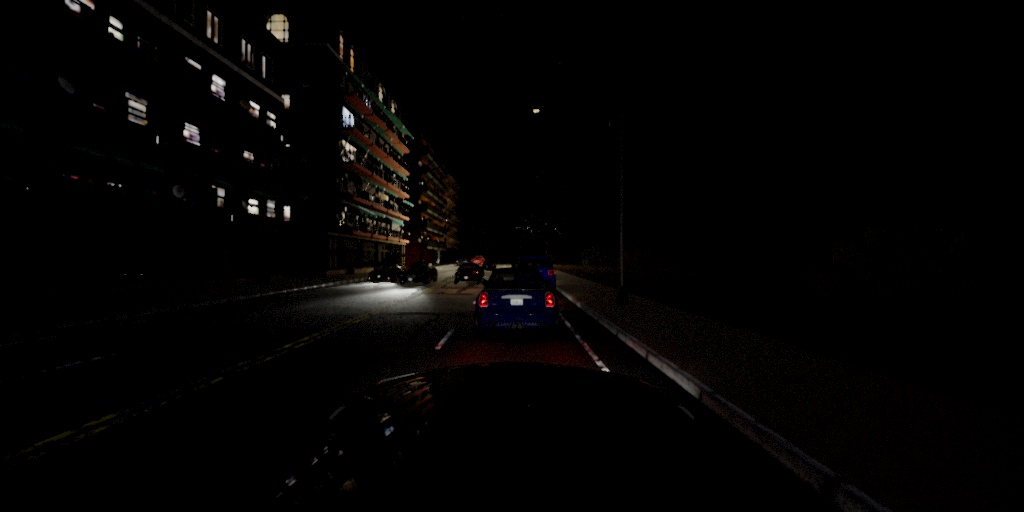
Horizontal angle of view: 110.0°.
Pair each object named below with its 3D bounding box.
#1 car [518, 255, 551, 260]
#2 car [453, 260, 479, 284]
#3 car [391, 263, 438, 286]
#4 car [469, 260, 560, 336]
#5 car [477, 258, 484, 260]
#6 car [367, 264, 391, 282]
[{"bbox_3d":[1.174,0.975,20.144,2.150,2.045,5.566,0,0,0],"label":"car"},{"bbox_3d":[-3.100,1.276,26.553,1.812,1.442,4.674,0,0,0],"label":"car"},{"bbox_3d":[-6.554,1.241,25.558,2.128,1.511,4.902,0,0,0],"label":"car"},{"bbox_3d":[0.117,1.102,10.571,2.097,1.767,4.553,0,0,0],"label":"car"},{"bbox_3d":[-3.061,1.309,46.078,1.994,1.385,4.181,0,0,0],"label":"car"},{"bbox_3d":[-9.798,1.313,28.389,1.994,1.385,4.181,0,0,0],"label":"car"}]
